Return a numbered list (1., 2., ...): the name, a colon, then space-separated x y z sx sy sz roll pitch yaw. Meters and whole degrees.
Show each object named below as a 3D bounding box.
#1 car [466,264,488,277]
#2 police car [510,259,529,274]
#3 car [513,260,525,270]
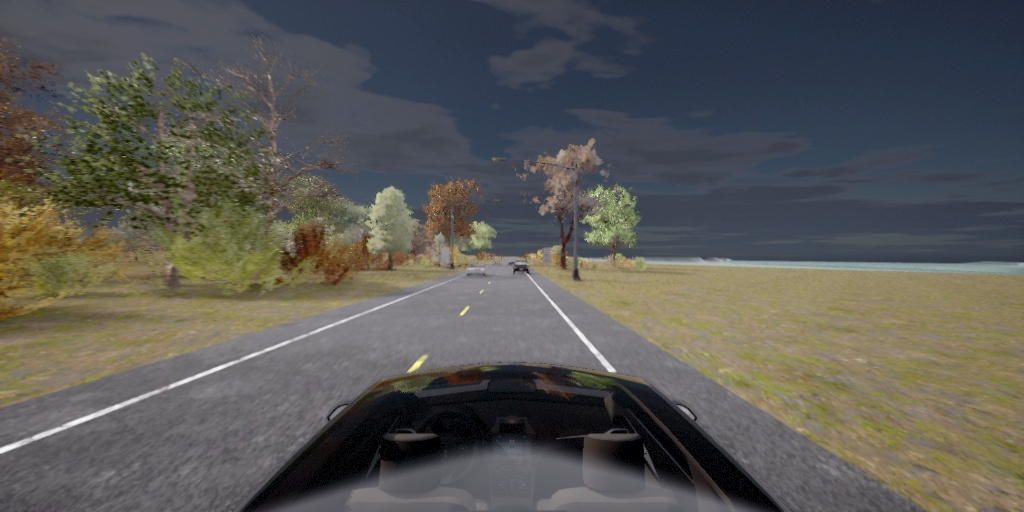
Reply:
1. car: -3.569 1.450 36.961 1.895 1.301 4.718 0 0 0
2. police car: 1.054 1.290 42.823 1.930 1.638 5.238 0 0 0
3. car: 1.079 1.409 58.707 1.837 1.490 4.892 0 0 0
